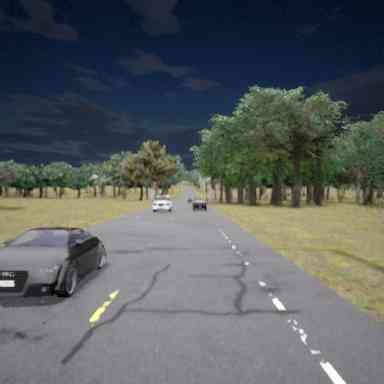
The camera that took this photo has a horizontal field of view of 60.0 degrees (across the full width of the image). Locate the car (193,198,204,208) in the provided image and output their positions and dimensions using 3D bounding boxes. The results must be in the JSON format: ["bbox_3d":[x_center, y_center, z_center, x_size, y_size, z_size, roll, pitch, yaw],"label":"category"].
[{"bbox_3d":[1.054,1.795,55.575,1.801,1.575,5.366,0,0,0],"label":"car"}]

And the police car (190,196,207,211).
[{"bbox_3d":[1.053,1.684,45.492,1.930,1.638,5.238,0,0,0],"label":"police car"}]

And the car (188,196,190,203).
[{"bbox_3d":[0.005,1.731,79.364,2.097,1.767,4.553,0,-1,0],"label":"car"}]

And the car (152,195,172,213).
[{"bbox_3d":[-3.586,1.448,40.982,2.150,2.045,5.566,0,-1,0],"label":"car"}]

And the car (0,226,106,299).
[{"bbox_3d":[-3.599,1.599,8.470,1.994,1.385,4.181,0,0,0],"label":"car"}]
